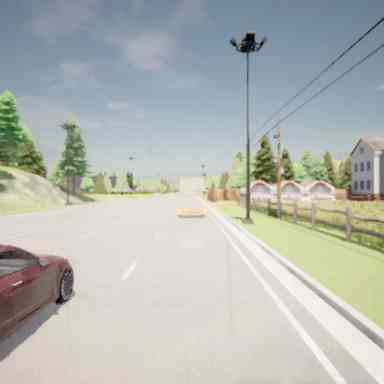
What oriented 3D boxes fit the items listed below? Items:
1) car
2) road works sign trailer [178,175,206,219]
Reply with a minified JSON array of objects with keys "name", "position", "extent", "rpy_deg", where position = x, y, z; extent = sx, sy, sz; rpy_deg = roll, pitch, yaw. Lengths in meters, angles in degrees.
[{"name":"car","position":[-3.401,1.507,5.105],"extent":[1.812,1.442,4.674],"rpy_deg":[0,0,0]},{"name":"road works sign trailer","position":[-0.013,0.365,28.352],"extent":[2.380,3.560,2.880],"rpy_deg":[0,0,0]}]
